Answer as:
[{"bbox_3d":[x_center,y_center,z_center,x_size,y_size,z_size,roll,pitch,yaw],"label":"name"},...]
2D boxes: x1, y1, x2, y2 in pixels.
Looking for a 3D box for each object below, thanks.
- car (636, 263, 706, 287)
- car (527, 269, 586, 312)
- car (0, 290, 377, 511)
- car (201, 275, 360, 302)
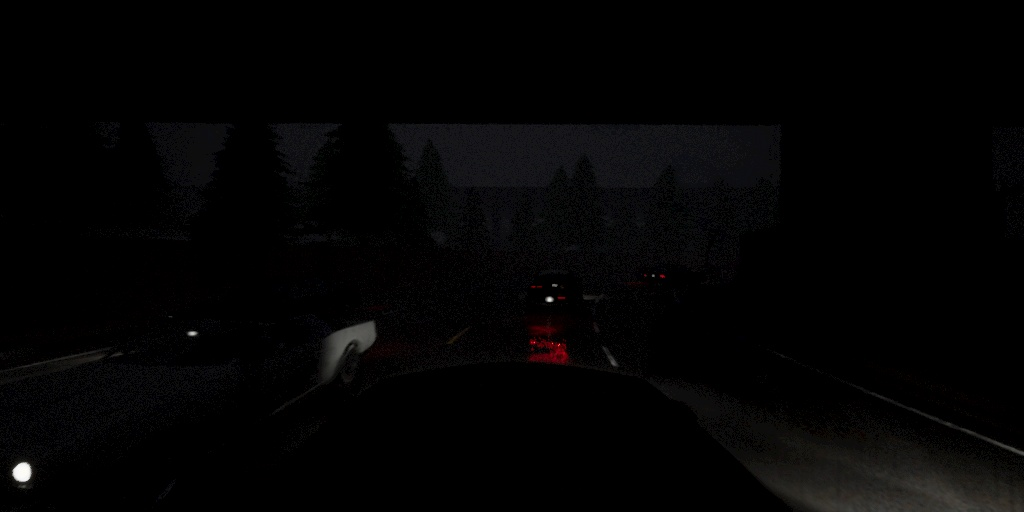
[{"bbox_3d":[11.427,1.374,25.165,5.357,1.411,2.033,0,0,-35],"label":"car"},{"bbox_3d":[1.855,1.275,14.573,1.837,1.490,4.892,0,-1,14],"label":"car"},{"bbox_3d":[-3.462,1.338,4.252,1.895,1.301,4.718,0,0,3],"label":"car"},{"bbox_3d":[-6.440,1.277,10.284,2.033,1.411,5.357,0,0,8],"label":"car"}]
